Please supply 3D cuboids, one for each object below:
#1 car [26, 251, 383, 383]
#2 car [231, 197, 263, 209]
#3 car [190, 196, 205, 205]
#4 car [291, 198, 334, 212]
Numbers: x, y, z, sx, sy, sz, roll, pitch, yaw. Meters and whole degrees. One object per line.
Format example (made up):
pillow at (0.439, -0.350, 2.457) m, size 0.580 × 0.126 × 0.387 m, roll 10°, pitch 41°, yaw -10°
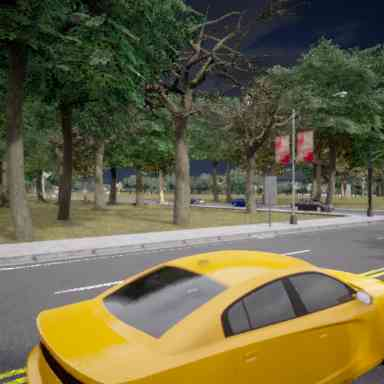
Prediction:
car at (0.800, 1.477, 4.014) m, size 5.008 × 1.535 × 1.882 m, roll 0°, pitch 0°, yaw -36°
car at (7.451, 1.444, 45.406) m, size 1.882 × 1.535 × 5.008 m, roll 0°, pitch 0°, yaw -35°
car at (0.284, 1.449, 55.476) m, size 2.128 × 1.511 × 4.902 m, roll 0°, pitch 0°, yaw -35°
car at (13.361, 1.483, 37.120) m, size 1.837 × 1.490 × 4.892 m, roll 0°, pitch 0°, yaw -35°
